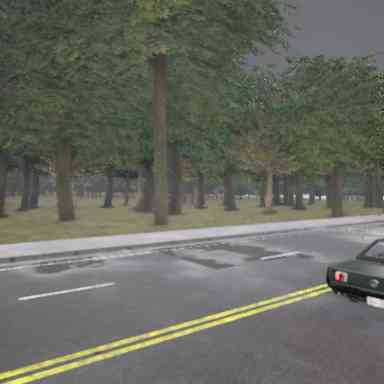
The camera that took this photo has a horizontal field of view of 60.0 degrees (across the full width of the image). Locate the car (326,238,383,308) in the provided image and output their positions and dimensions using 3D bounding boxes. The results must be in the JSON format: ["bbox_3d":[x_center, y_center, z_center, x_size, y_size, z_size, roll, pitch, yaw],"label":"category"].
[{"bbox_3d":[4.961,1.605,6.980,4.718,1.301,1.895,0,0,-36],"label":"car"}]
